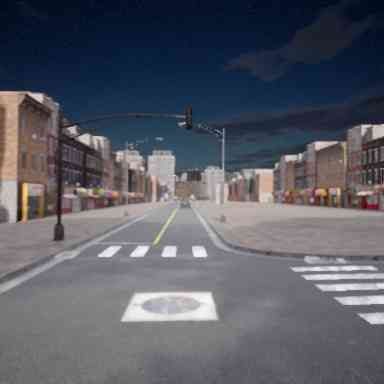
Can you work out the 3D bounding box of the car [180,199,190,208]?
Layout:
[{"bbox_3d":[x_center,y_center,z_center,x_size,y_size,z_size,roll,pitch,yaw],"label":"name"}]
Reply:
[{"bbox_3d":[-1.244,2.187,61.181,2.128,1.511,4.902,0,-1,-1],"label":"car"}]
